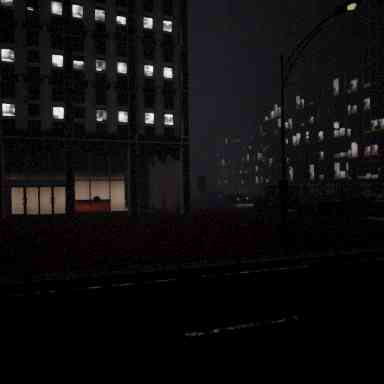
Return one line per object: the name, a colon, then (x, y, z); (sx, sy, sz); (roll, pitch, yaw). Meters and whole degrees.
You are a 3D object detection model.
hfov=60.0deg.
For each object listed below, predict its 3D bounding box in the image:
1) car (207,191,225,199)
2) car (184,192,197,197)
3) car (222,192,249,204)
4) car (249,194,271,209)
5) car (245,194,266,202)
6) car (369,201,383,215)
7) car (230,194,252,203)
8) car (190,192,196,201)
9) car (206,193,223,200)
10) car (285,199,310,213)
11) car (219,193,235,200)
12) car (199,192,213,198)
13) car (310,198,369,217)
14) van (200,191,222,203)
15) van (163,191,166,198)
car: (5.384, 0.630, 74.955); (2.192, 1.841, 5.009); (0, 1, -20)
car: (-0.418, 0.707, 90.990); (2.008, 1.369, 4.403); (0, 1, -20)
car: (7.196, 0.956, 53.024); (2.097, 1.767, 4.553); (-1, 1, -20)
car: (9.060, 1.329, 40.025); (1.947, 1.339, 4.313); (0, 1, -20)
car: (11.188, 1.056, 58.924); (1.802, 1.307, 4.206); (0, 1, -20)
car: (15.292, 1.296, 30.542); (1.882, 1.535, 5.008); (-1, 1, -20)
car: (8.586, 1.037, 58.478); (1.812, 1.442, 4.674); (-1, 1, -20)
car: (-0.561, 1.054, 66.762); (2.008, 1.369, 4.403); (0, 1, -20)
car: (4.558, 0.927, 69.609); (1.812, 1.442, 4.674); (-1, 1, -20)
car: (10.940, 1.396, 34.661); (1.802, 1.307, 4.206); (0, 1, -20)
car: (7.319, 0.950, 69.614); (1.802, 1.307, 4.206); (0, 1, -20)
car: (3.450, 0.702, 80.300); (1.967, 1.590, 4.097); (0, 1, -20)
car: (12.857, 1.431, 29.309); (1.947, 1.339, 4.313); (0, 1, -20)
van: (3.308, 0.949, 56.071); (1.690, 1.788, 3.998); (0, 1, -20)
van: (-6.364, 0.685, 82.793); (1.690, 1.788, 3.998); (0, 1, -20)
